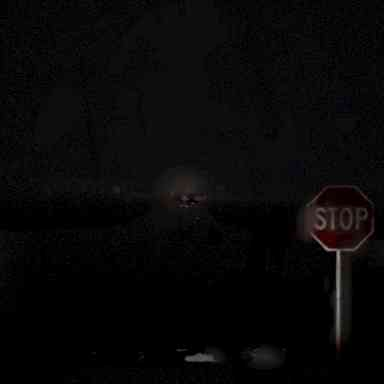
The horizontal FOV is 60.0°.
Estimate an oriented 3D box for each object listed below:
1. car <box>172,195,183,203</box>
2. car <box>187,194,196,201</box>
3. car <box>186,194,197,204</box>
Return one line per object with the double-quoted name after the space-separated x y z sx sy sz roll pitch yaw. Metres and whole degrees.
-2.801 1.260 65.226 1.882 1.535 5.008 0 1 0 "car"
-0.054 1.110 70.234 1.837 1.490 4.892 0 1 0 "car"
-0.047 1.371 60.201 1.812 1.442 4.674 0 1 0 "car"
